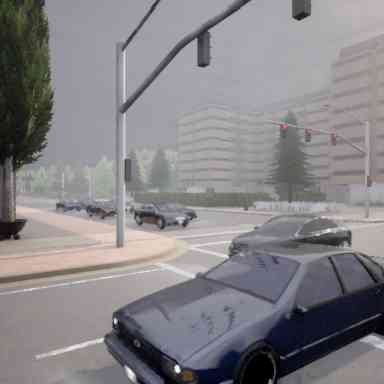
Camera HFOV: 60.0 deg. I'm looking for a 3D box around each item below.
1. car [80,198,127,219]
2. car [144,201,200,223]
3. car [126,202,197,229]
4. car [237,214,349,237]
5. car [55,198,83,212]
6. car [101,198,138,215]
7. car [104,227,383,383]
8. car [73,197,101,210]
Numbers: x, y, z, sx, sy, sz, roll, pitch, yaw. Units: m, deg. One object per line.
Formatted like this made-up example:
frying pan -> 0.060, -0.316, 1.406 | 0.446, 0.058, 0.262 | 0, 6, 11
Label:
car -> -7.779, 1.547, 29.440 | 2.033, 1.411, 5.357 | 0, 0, -36
car -> -1.785, 1.547, 27.120 | 2.033, 1.411, 5.357 | 0, 0, -36
car -> -2.076, 1.492, 21.528 | 2.128, 1.511, 4.902 | 0, 0, -35
car -> 3.340, 1.504, 10.810 | 4.892, 1.490, 1.837 | 0, 0, -37
car -> -14.384, 1.548, 38.603 | 2.033, 1.411, 5.357 | 0, 0, -36
car -> -7.845, 1.492, 35.519 | 2.128, 1.511, 4.902 | 0, 0, -36
car -> 1.505, 1.547, 5.098 | 5.357, 1.411, 2.033 | 0, 0, -36
car -> -13.909, 1.492, 43.946 | 2.128, 1.511, 4.902 | 0, 0, -36
